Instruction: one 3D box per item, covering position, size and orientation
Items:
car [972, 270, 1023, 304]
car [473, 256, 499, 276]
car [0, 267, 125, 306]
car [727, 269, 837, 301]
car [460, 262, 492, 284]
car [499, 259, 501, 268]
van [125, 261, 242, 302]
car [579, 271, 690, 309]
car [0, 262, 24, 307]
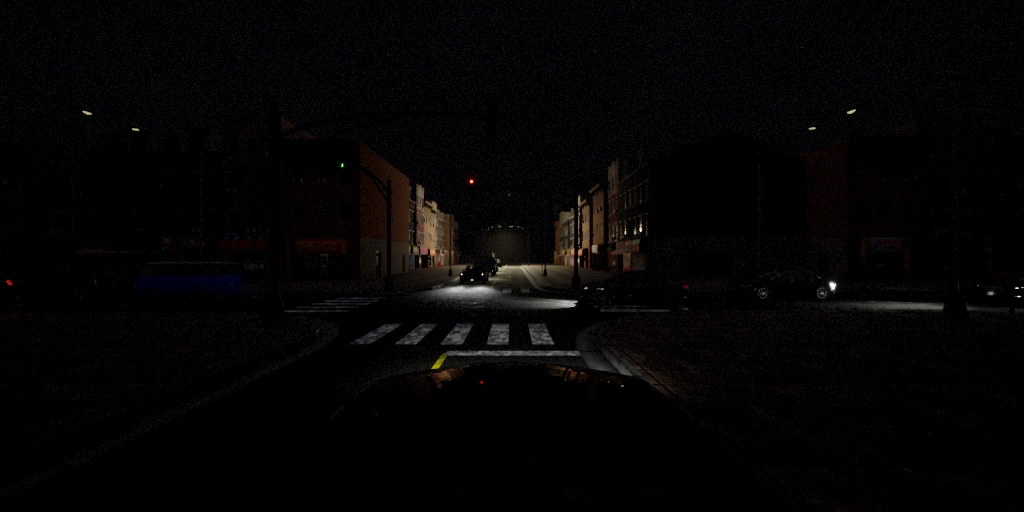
[{"bbox_3d":[21.097,1.190,13.965,4.902,1.511,2.128,0,0,0],"label":"car"},{"bbox_3d":[-2.774,0.993,37.161,2.150,2.045,5.566,0,0,0],"label":"car"},{"bbox_3d":[-20.186,1.239,16.397,4.097,1.591,1.967,0,0,0],"label":"car"},{"bbox_3d":[12.291,1.266,16.480,4.403,1.370,2.007,0,0,0],"label":"car"},{"bbox_3d":[-2.794,1.365,27.295,1.895,1.301,4.718,0,0,0],"label":"car"},{"bbox_3d":[-2.742,1.284,47.310,1.837,1.490,4.892,0,0,0],"label":"car"},{"bbox_3d":[-14.711,1.124,16.411,3.998,1.789,1.690,0,0,0],"label":"van"},{"bbox_3d":[4.878,1.299,14.605,4.181,1.385,1.994,0,0,13],"label":"car"},{"bbox_3d":[-22.572,1.155,13.854,4.553,1.767,2.097,0,0,0],"label":"car"}]
